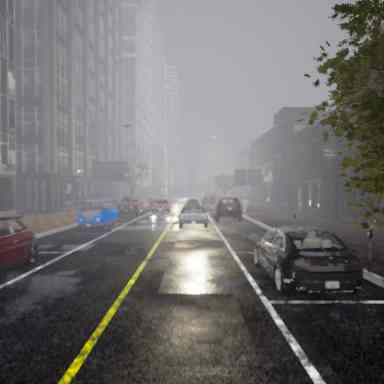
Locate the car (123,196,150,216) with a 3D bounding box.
[{"bbox_3d":[-5.699,1.272,31.441,2.192,1.841,5.009,-1,0,0],"label":"car"}]

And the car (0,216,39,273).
[{"bbox_3d":[-5.713,1.429,8.575,1.967,1.590,4.097,-1,0,0],"label":"car"}]

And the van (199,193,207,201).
[{"bbox_3d":[2.691,1.230,81.240,1.690,1.788,3.998,-1,0,0],"label":"van"}]

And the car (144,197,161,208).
[{"bbox_3d":[-5.693,1.479,48.046,1.887,1.381,4.507,-1,0,0],"label":"car"}]

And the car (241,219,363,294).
[{"bbox_3d":[2.692,1.540,8.557,2.008,1.369,4.403,-1,0,0],"label":"car"}]

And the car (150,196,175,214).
[{"bbox_3d":[-3.086,1.478,34.649,1.812,1.442,4.674,0,0,0],"label":"car"}]

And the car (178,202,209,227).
[{"bbox_3d":[0.092,1.571,22.572,1.895,1.301,4.718,0,0,0],"label":"car"}]

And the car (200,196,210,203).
[{"bbox_3d":[2.692,1.486,70.172,1.802,1.307,4.206,-1,0,0],"label":"car"}]

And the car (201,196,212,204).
[{"bbox_3d":[2.691,1.478,64.637,1.947,1.339,4.313,-1,0,0],"label":"car"}]

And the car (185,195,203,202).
[{"bbox_3d":[0.099,1.471,39.722,1.812,1.442,4.674,0,0,0],"label":"car"}]

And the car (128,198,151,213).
[{"bbox_3d":[-5.695,1.475,36.807,1.752,1.417,4.829,-1,0,0],"label":"car"}]

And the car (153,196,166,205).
[{"bbox_3d":[-5.691,1.445,58.946,1.752,1.417,4.829,-1,0,0],"label":"car"}]

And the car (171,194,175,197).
[{"bbox_3d":[-5.686,1.313,92.325,1.967,1.590,4.097,-1,0,0],"label":"car"}]

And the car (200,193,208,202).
[{"bbox_3d":[2.685,1.242,53.569,2.192,1.841,5.009,-1,0,0],"label":"car"}]

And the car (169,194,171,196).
[{"bbox_3d":[-5.690,1.437,64.481,1.752,1.417,4.829,-1,0,0],"label":"car"}]

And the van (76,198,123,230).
[{"bbox_3d":[-5.701,1.314,20.372,1.690,1.788,3.998,-1,0,0],"label":"van"}]

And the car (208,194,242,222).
[{"bbox_3d":[2.680,1.280,25.896,2.192,1.841,5.009,-1,0,0],"label":"car"}]
